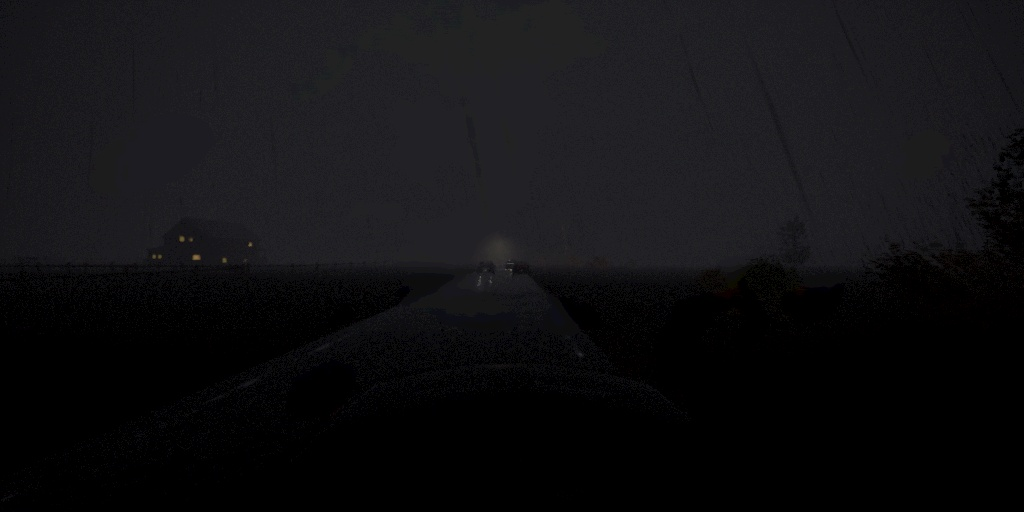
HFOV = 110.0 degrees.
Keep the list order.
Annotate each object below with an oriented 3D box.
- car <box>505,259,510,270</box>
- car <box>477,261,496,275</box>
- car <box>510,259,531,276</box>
[{"bbox_3d":[-0.004,1.343,55.775,2.128,1.511,4.902,0,0,0],"label":"car"},{"bbox_3d":[-2.836,1.304,40.827,2.128,1.511,4.902,0,0,0],"label":"car"},{"bbox_3d":[0.960,1.283,37.676,1.882,1.535,5.008,0,0,0],"label":"car"}]
